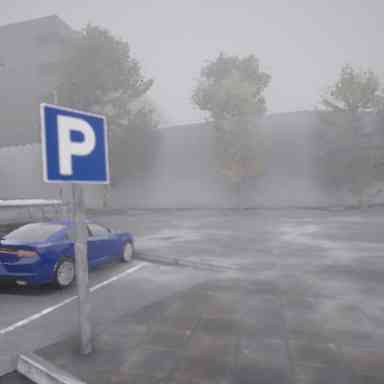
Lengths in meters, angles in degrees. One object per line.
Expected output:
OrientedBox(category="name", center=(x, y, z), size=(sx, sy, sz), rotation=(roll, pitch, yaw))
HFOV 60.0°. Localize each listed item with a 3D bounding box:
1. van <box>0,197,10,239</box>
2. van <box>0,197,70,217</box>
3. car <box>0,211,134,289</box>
OrientedBox(category="van", center=(-10.612, 1.233, 14.665), size=(1.878, 1.987, 4.442), rotation=(1, 0, 17))
OrientedBox(category="van", center=(-5.757, 1.250, 11.285), size=(1.878, 1.987, 4.442), rotation=(0, -1, 17))
OrientedBox(category="car", center=(-3.397, 1.481, 9.364), size=(2.097, 1.535, 5.008), rotation=(0, -1, 17))
